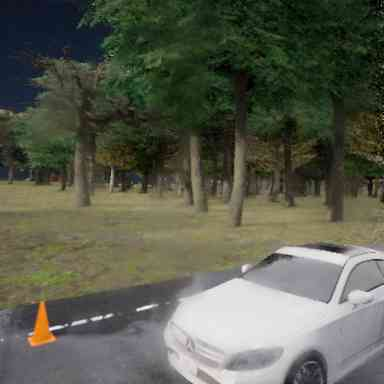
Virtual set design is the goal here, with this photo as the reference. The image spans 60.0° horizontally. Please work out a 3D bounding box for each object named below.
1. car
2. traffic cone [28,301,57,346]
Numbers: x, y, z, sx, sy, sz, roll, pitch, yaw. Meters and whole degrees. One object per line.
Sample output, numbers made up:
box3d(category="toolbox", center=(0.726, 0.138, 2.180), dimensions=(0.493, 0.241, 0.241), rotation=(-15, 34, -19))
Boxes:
box3d(category="car", center=(1.841, 1.539, 4.857), dimensions=(4.674, 1.442, 1.812), rotation=(0, 0, -36))
box3d(category="traffic cone", center=(-2.278, 1.960, 5.068), dimensions=(0.340, 0.580, 0.340), rotation=(0, 0, -36))
